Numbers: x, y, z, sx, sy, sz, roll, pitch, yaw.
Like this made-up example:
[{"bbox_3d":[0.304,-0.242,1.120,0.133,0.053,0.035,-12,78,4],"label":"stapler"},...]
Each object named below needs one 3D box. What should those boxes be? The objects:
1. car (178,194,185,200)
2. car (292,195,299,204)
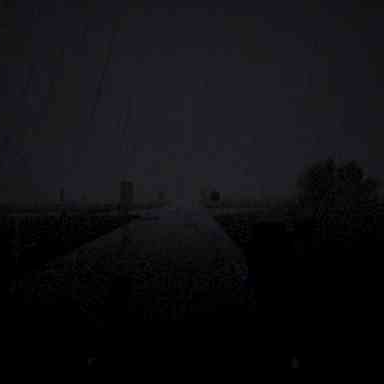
[{"bbox_3d":[-2.736,1.340,90.337,2.033,1.411,5.357,0,0,0],"label":"car"},{"bbox_3d":[13.922,1.092,38.231,4.553,1.767,2.097,-1,1,1],"label":"car"}]
